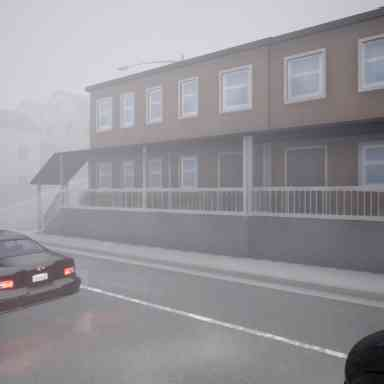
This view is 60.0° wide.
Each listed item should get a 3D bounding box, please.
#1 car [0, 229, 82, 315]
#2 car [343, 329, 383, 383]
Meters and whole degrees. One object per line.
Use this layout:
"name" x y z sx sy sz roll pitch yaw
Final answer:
"car" -4.709 1.547 7.320 5.357 1.411 2.033 0 0 36
"car" 3.417 1.478 1.551 5.008 1.535 1.882 0 0 35
